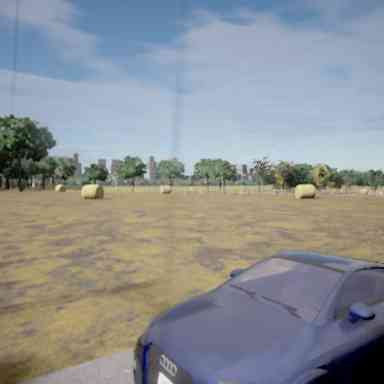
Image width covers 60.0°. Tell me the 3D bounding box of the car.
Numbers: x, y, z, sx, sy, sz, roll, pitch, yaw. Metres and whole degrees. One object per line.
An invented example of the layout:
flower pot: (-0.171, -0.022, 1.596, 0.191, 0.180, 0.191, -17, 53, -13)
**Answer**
car: (1.432, 1.486, 4.034, 4.181, 1.385, 1.994, -1, 1, -34)
